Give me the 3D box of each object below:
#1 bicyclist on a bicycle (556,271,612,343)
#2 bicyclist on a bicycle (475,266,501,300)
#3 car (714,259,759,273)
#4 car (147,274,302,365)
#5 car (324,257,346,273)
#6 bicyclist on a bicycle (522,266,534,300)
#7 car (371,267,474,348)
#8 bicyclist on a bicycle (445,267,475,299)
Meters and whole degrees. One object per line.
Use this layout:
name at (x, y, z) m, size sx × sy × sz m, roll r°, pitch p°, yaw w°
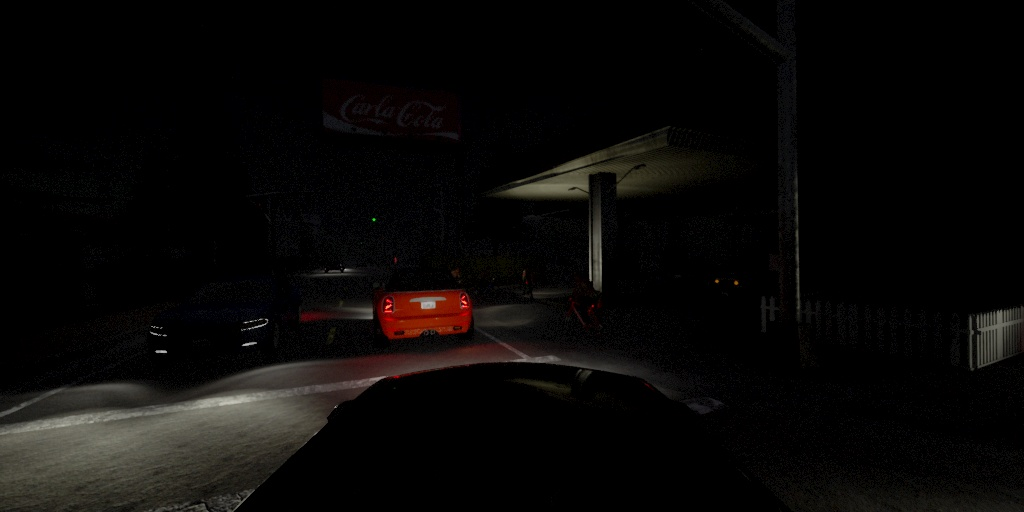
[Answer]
bicyclist on a bicycle at (1.709, 1.198, 8.660) m, size 0.582 × 1.620 × 1.656 m, roll 3°, pitch -2°, yaw -42°
bicyclist on a bicycle at (-1.309, 1.340, 17.755) m, size 1.656 × 1.620 × 0.582 m, roll 0°, pitch 0°, yaw -21°
car at (30.850, 1.183, 49.250) m, size 5.357 × 1.411 × 2.033 m, roll -1°, pitch 0°, yaw -24°
car at (-6.253, 1.215, 8.379) m, size 1.882 × 1.535 × 5.008 m, roll -1°, pitch 0°, yaw -23°
car at (-23.681, 1.196, 47.821) m, size 2.150 × 2.045 × 5.566 m, roll -1°, pitch 0°, yaw -25°
bicyclist on a bicycle at (0.800, 1.329, 17.870) m, size 0.582 × 1.620 × 1.656 m, roll -1°, pitch 0°, yaw 16°
car at (-2.539, 1.055, 9.447) m, size 2.097 × 1.767 × 4.553 m, roll -1°, pitch 0°, yaw -22°
bicyclist on a bicycle at (-2.617, 1.315, 16.374) m, size 1.656 × 1.620 × 0.582 m, roll 1°, pitch 0°, yaw 37°
